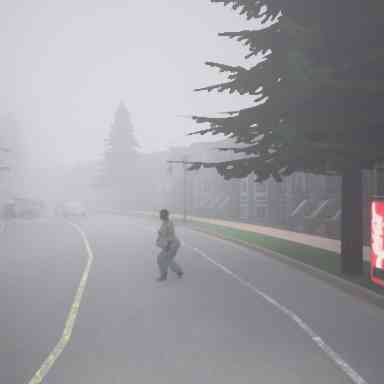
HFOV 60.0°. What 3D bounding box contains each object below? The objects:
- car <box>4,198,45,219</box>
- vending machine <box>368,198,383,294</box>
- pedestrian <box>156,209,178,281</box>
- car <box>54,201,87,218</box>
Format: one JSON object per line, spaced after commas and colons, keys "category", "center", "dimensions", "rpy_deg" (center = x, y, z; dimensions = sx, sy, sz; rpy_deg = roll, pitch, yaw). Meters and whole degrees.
{"category": "car", "center": [-14.880, 1.352, 29.116], "dimensions": [2.097, 1.767, 4.553], "rpy_deg": [0, 0, -39]}
{"category": "vending machine", "center": [4.747, 1.195, 7.480], "dimensions": [1.100, 2.100, 0.880], "rpy_deg": [0, 0, -9]}
{"category": "pedestrian", "center": [-0.627, 1.294, 8.326], "dimensions": [0.375, 1.860, 0.375], "rpy_deg": [0, 0, -10]}
{"category": "car", "center": [-11.033, 1.525, 30.106], "dimensions": [1.812, 1.442, 4.674], "rpy_deg": [0, 0, -38]}
